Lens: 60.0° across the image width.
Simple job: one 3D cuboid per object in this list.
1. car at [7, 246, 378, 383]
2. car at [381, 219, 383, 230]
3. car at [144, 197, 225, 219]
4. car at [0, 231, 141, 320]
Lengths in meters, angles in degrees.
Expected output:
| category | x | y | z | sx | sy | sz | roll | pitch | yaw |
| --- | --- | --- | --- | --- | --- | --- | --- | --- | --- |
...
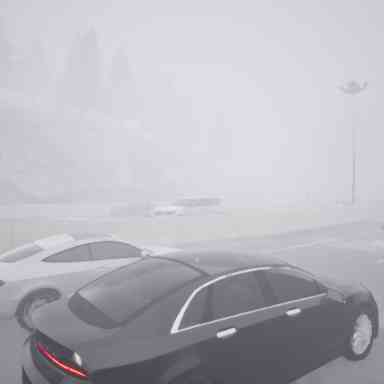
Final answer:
| category | x | y | z | sx | sy | sz | roll | pitch | yaw |
| --- | --- | --- | --- | --- | --- | --- | --- | --- | --- |
| car | 0.553 | 1.517 | 4.291 | 4.892 | 1.490 | 1.837 | 0 | 0 | -37 |
| car | 12.249 | 1.596 | 18.360 | 5.357 | 1.411 | 2.033 | 0 | 0 | -42 |
| car | -0.008 | 1.281 | 21.880 | 5.566 | 2.045 | 2.150 | 0 | 0 | -40 |
| car | -1.903 | 1.545 | 6.820 | 4.674 | 1.442 | 1.812 | 0 | 0 | -36 |
